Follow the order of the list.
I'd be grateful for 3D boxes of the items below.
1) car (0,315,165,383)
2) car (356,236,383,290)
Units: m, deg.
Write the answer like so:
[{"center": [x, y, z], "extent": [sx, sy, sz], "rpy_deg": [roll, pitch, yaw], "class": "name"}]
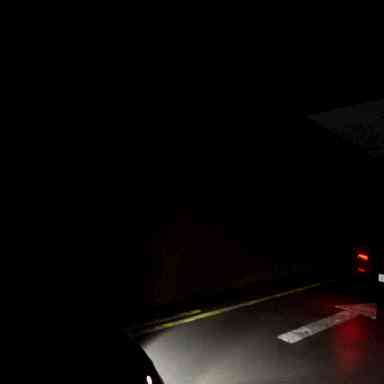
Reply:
[{"center": [-2.225, 1.564, 2.255], "extent": [4.181, 1.385, 1.994], "rpy_deg": [0, 0, -35], "class": "car"}, {"center": [5.662, 1.526, 7.807], "extent": [4.674, 1.442, 1.812], "rpy_deg": [0, 0, -35], "class": "car"}]
